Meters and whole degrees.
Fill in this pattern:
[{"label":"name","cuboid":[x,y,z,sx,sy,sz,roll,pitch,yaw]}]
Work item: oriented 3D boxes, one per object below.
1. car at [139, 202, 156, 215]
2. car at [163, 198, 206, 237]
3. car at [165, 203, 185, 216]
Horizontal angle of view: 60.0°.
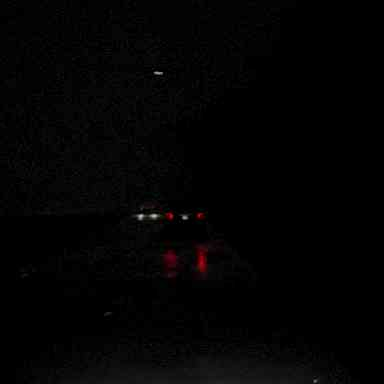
[{"label":"car","cuboid":[-5.623,2.041,42.424,1.882,1.535,5.008,1,-2,-7]},{"label":"car","cuboid":[-0.471,1.363,19.027,2.150,2.045,5.566,0,0,-3]},{"label":"car","cuboid":[-2.057,2.015,39.178,2.033,1.411,5.357,0,-1,-6]}]
